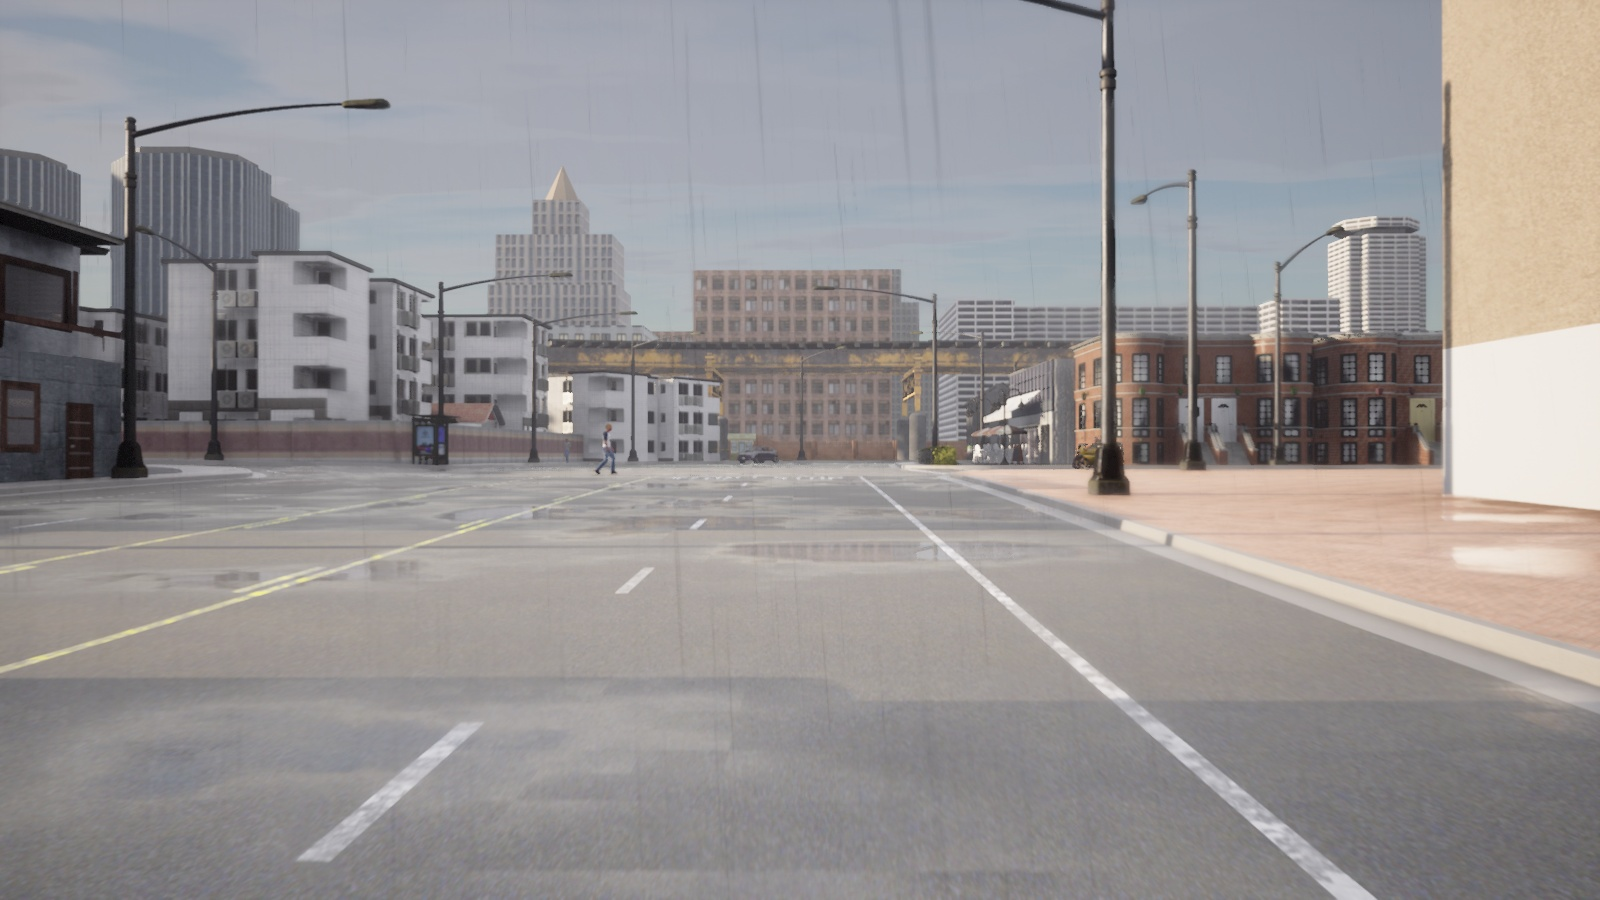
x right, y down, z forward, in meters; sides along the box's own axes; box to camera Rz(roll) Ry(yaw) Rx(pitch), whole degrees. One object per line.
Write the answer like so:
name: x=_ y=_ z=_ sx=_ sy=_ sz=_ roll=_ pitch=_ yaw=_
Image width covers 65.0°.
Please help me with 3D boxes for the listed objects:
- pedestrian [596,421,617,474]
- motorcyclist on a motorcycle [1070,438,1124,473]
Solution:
pedestrian: x=-6.772 y=-0.091 z=44.022 sx=0.706 sy=1.836 sz=0.354 roll=0 pitch=0 yaw=-3
motorcyclist on a motorcycle: x=13.082 y=0.229 z=55.423 sx=2.191 sy=1.530 sz=0.866 roll=0 pitch=0 yaw=2
